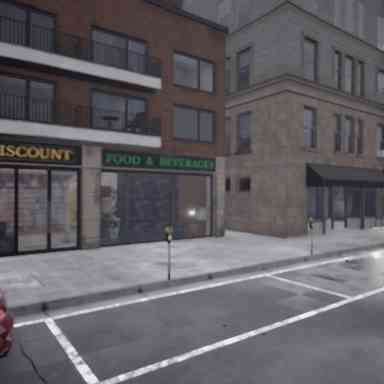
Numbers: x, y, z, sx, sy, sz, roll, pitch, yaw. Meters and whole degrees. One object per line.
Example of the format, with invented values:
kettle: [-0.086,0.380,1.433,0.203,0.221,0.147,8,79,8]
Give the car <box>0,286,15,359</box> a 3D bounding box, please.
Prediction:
car: [-4.119,1.575,3.252,4.206,1.307,1.802,0,0,-35]
